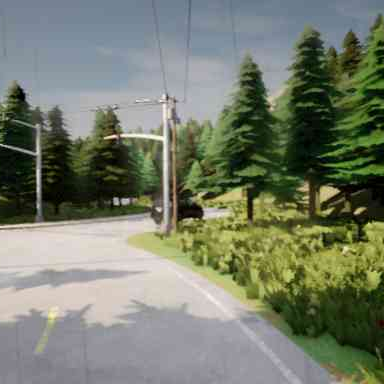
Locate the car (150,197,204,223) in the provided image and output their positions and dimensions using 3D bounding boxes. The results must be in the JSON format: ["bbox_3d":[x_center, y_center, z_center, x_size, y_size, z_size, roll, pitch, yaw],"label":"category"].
[{"bbox_3d":[-1.063,1.450,26.681,2.150,2.045,5.566,-1,-1,30],"label":"car"}]

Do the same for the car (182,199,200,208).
[{"bbox_3d":[-0.225,2.033,58.880,1.812,1.442,4.674,-1,-1,-18],"label":"car"}]

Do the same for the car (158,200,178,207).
[{"bbox_3d":[-4.916,2.249,68.072,1.895,1.301,4.718,0,-1,-38],"label":"car"}]
